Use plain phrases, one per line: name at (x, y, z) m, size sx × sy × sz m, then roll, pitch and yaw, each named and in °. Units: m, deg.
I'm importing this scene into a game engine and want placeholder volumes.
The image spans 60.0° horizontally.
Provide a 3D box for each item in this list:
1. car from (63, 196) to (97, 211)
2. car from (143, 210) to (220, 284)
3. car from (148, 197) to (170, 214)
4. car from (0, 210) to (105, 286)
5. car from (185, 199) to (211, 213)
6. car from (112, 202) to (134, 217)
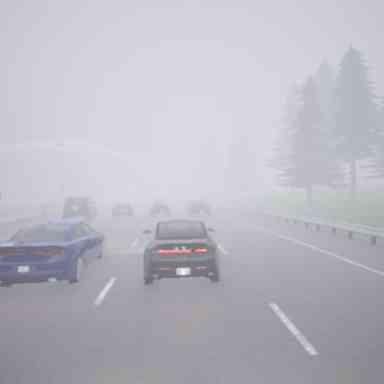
car at (-9.657, 1.383, 28.918) m, size 2.150 × 2.045 × 5.566 m, roll -1°, pitch 0°, yaw -9°
car at (-0.353, 1.497, 9.625) m, size 1.837 × 1.490 × 4.892 m, roll -1°, pitch -1°, yaw -4°
car at (-3.213, 1.546, 32.786) m, size 1.812 × 1.442 × 4.674 m, roll -1°, pitch 0°, yaw -10°
car at (-3.870, 1.544, 9.775) m, size 1.882 × 1.535 × 5.008 m, roll -1°, pitch 0°, yaw -4°
car at (0.511, 1.453, 31.737) m, size 1.837 × 1.490 × 4.892 m, roll -1°, pitch 1°, yaw -9°
car at (-6.751, 1.659, 32.710) m, size 1.994 × 1.385 × 4.181 m, roll -1°, pitch 0°, yaw -10°
